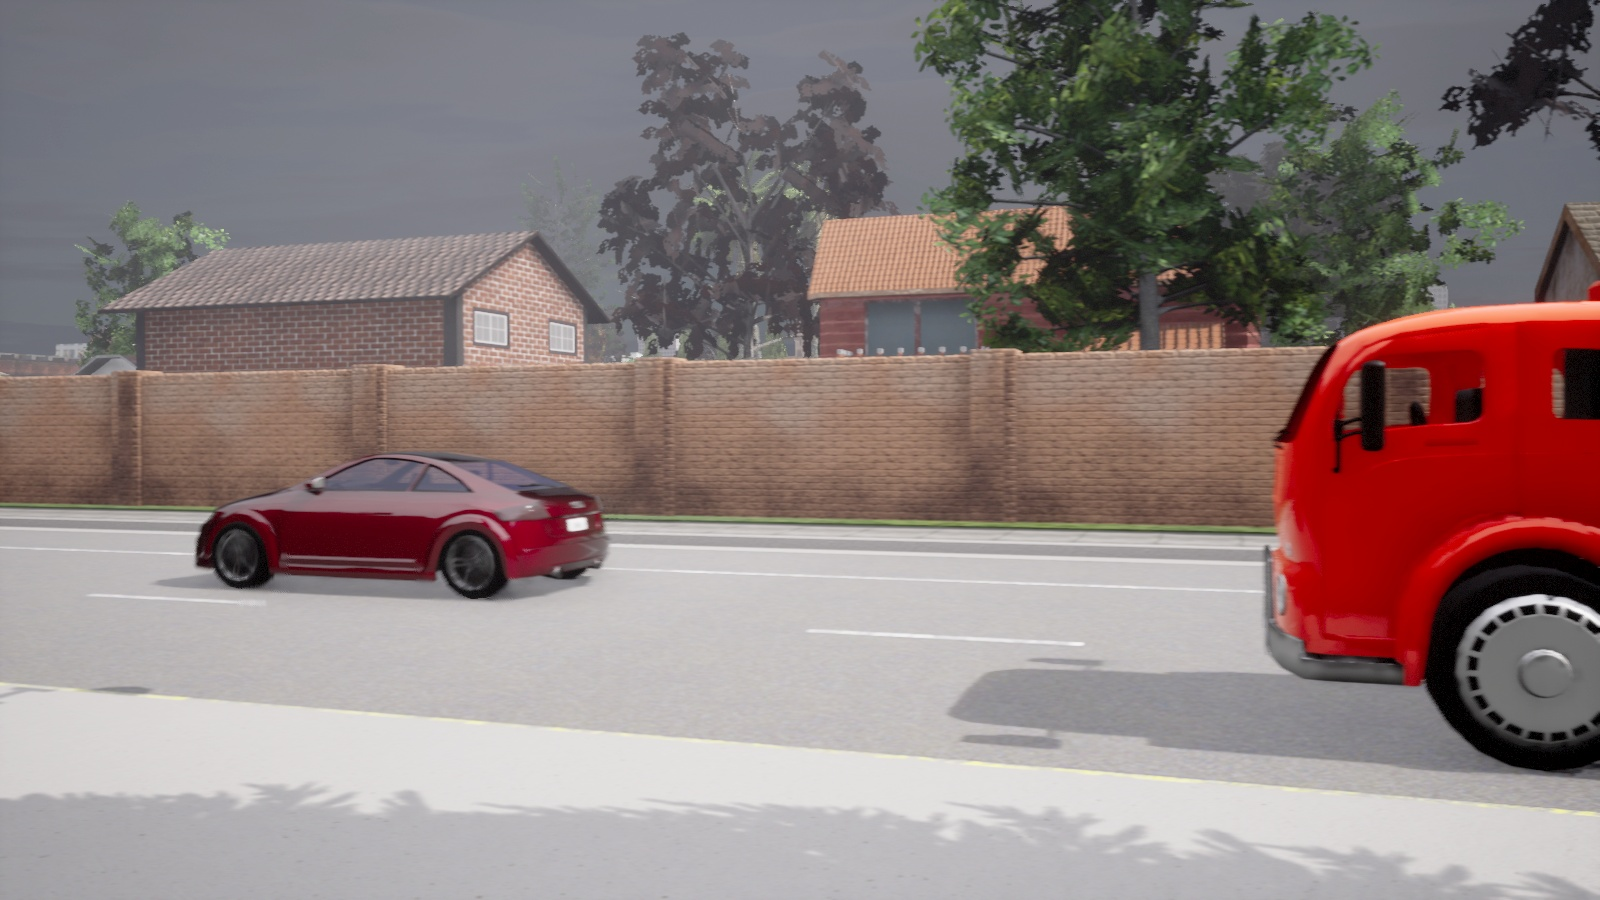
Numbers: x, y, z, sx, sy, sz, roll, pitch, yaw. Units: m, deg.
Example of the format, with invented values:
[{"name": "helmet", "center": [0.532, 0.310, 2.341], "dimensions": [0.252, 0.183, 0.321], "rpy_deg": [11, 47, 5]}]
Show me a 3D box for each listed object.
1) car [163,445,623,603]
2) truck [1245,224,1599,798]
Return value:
[{"name": "car", "center": [-4.175, 0.666, 13.039], "dimensions": [4.181, 1.385, 1.994], "rpy_deg": [1, 1, 19]}, {"name": "truck", "center": [5.007, 0.259, 6.249], "dimensions": [5.204, 2.467, 2.627], "rpy_deg": [1, 1, 19]}]
